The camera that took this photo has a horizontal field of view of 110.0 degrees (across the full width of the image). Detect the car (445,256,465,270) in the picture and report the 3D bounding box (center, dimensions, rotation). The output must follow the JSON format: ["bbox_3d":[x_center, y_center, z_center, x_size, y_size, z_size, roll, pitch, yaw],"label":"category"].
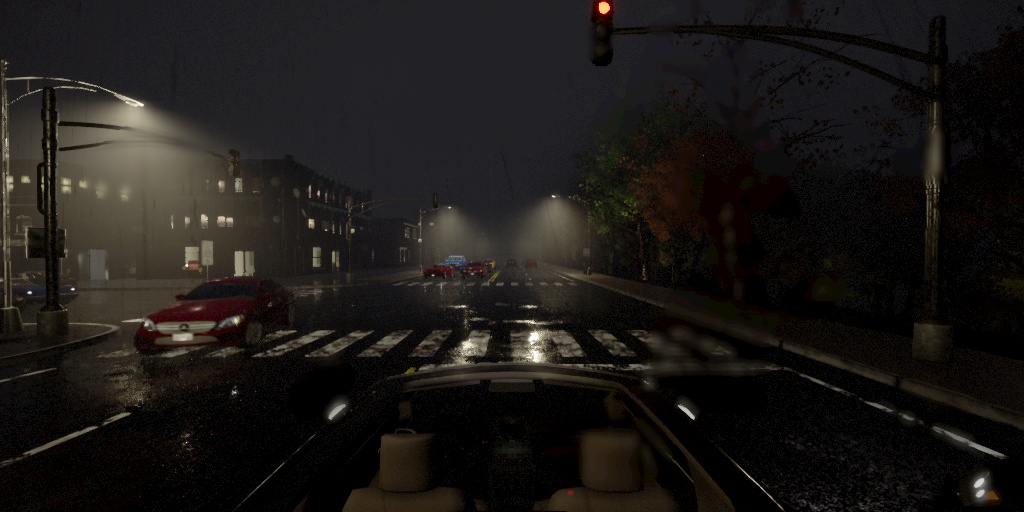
[{"bbox_3d":[-6.678,0.957,42.791,2.150,2.045,5.566,0,0,0],"label":"car"}]

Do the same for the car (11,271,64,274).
[{"bbox_3d":[-28.323,1.560,21.034,4.403,1.370,2.007,0,0,0],"label":"car"}]

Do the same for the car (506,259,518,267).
[{"bbox_3d":[-0.038,1.232,63.209,1.837,1.490,4.892,0,0,0],"label":"car"}]

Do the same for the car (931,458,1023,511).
[{"bbox_3d":[3.356,1.314,0.228,1.994,1.385,4.181,0,0,0],"label":"car"}]

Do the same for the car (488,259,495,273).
[{"bbox_3d":[-3.425,1.241,43.174,1.837,1.490,4.892,0,0,0],"label":"car"}]

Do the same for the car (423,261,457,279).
[{"bbox_3d":[-6.662,1.341,32.886,1.895,1.301,4.718,0,0,2],"label":"car"}]

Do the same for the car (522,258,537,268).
[{"bbox_3d":[3.215,1.205,61.681,1.882,1.535,5.008,0,0,0],"label":"car"}]

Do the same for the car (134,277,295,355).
[{"bbox_3d":[-6.919,1.275,9.004,1.812,1.442,4.674,1,0,-17],"label":"car"}]

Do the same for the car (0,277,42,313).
[{"bbox_3d":[-19.971,1.565,12.541,4.313,1.339,1.948,0,0,0],"label":"car"}]

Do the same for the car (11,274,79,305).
[{"bbox_3d":[-21.700,1.592,15.247,4.718,1.301,1.895,-1,1,0],"label":"car"}]

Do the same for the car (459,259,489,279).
[{"bbox_3d":[-3.412,1.266,33.107,1.812,1.442,4.674,0,0,0],"label":"car"}]
